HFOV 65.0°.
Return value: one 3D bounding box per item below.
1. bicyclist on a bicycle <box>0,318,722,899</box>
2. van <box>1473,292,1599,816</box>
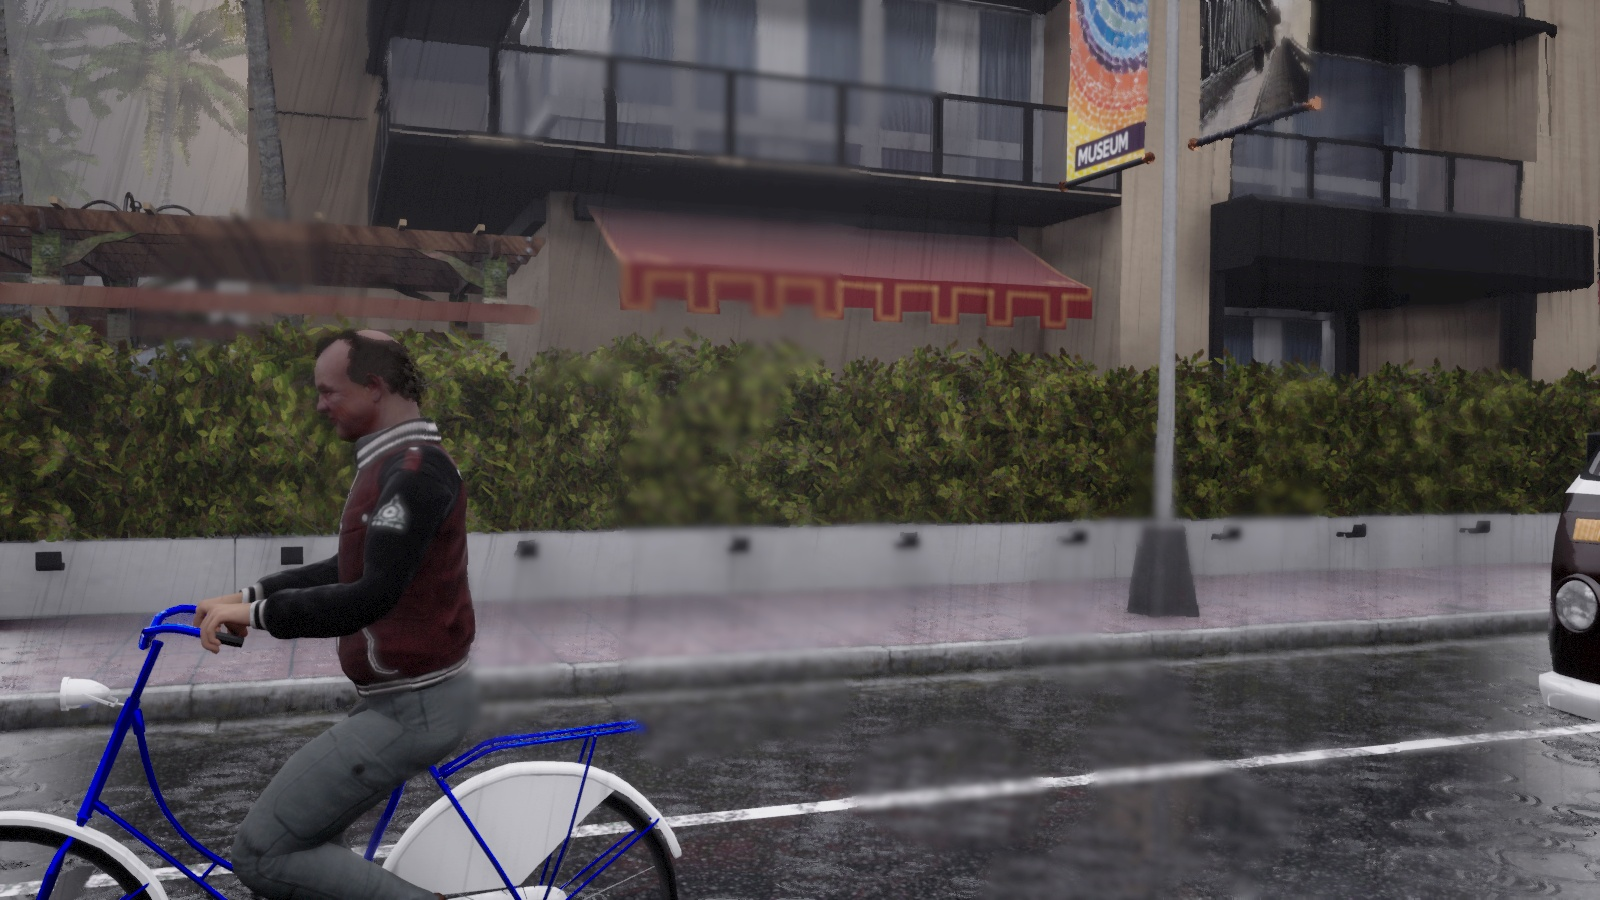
[{"bbox_3d":[-1.157,0.636,2.793,1.843,1.776,0.659,-1,1,-21],"label":"bicyclist on a bicycle"},{"bbox_3d":[5.368,0.378,5.225,4.480,2.038,2.069,-1,1,-20],"label":"van"}]
